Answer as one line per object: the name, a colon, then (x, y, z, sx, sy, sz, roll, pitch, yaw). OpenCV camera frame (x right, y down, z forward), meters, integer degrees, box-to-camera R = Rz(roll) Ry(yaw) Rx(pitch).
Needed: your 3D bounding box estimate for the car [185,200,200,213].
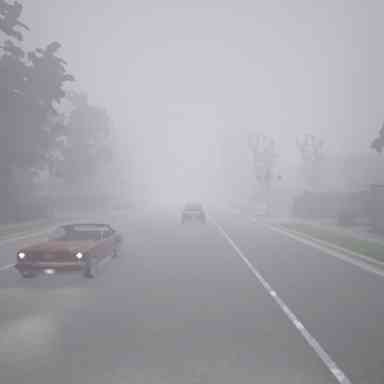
car: (0.079, 1.803, 41.414, 1.812, 1.442, 4.674, 0, 0, 0)

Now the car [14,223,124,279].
car: (-3.517, 1.683, 10.448, 1.895, 1.301, 4.718, 0, 0, 0)

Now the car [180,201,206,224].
car: (0.101, 1.696, 26.763, 2.128, 1.511, 4.902, 0, 0, 0)
